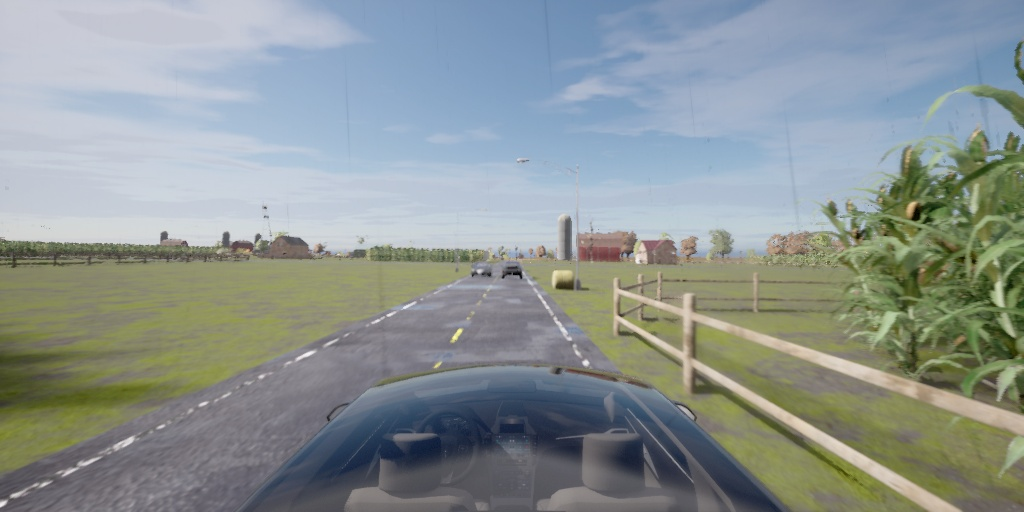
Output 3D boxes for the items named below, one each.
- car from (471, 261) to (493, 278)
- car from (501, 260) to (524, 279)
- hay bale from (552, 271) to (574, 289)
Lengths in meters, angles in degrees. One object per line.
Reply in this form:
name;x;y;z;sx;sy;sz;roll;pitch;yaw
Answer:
car;-2.850;1.235;34.494;2.128;1.511;4.902;0;0;0
car;0.032;1.248;32.669;1.837;1.490;4.892;0;0;1
hay bale;3.119;1.396;21.954;1.220;1.180;1.240;0;0;0
